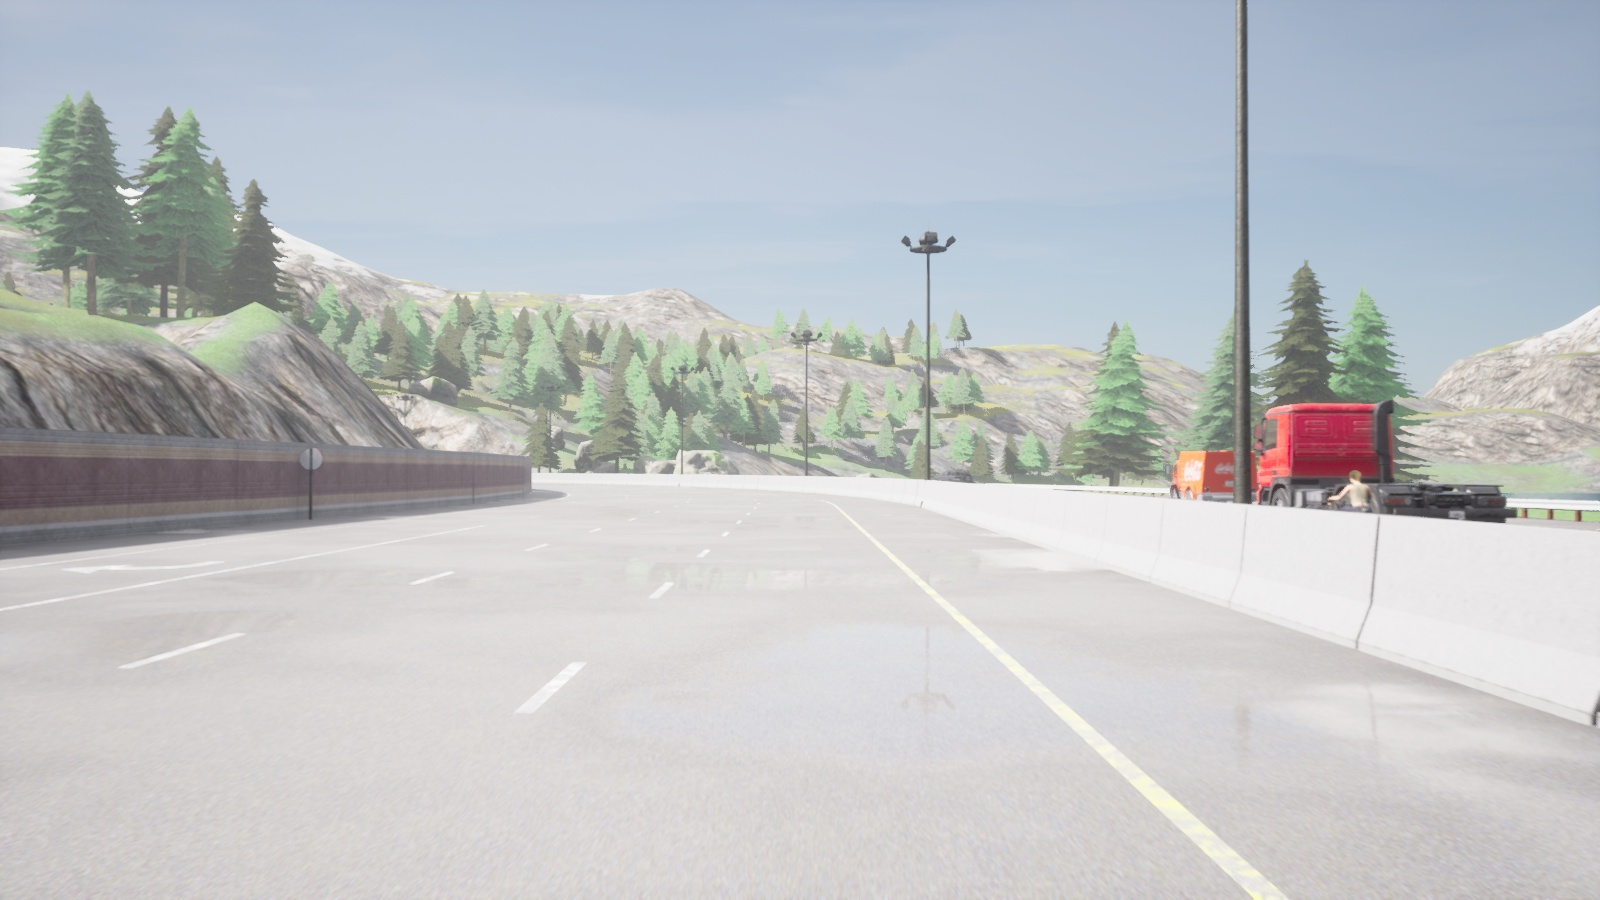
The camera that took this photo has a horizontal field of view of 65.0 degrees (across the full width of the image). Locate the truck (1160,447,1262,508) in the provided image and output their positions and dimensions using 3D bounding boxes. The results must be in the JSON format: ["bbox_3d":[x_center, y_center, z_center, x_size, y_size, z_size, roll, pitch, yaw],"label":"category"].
[{"bbox_3d":[17.372,1.152,53.408,2.627,2.467,5.204,0,-1,0],"label":"truck"}]

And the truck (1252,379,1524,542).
[{"bbox_3d":[13.923,0.290,30.660,2.891,3.462,7.936,0,-1,0],"label":"truck"}]
